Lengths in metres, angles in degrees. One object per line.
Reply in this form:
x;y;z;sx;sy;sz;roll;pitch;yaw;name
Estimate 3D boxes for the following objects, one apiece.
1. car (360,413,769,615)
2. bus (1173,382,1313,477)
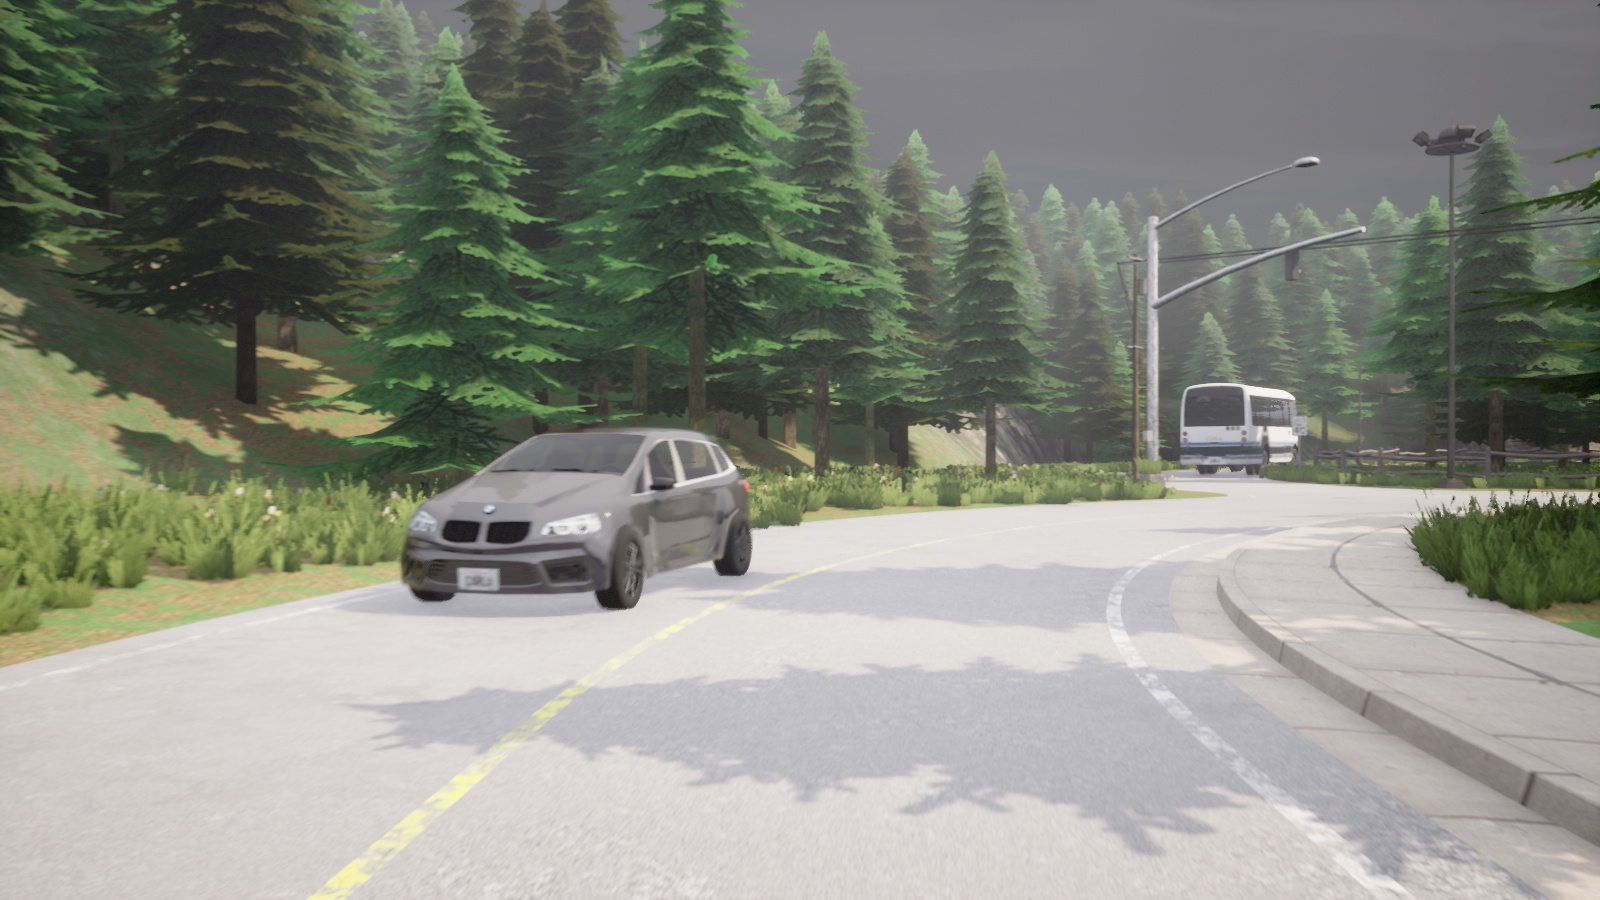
-2.113;0.515;12.900;2.242;1.667;4.611;0;0;17;car
22.012;-0.923;61.895;3.944;4.253;10.273;-1;0;34;bus
